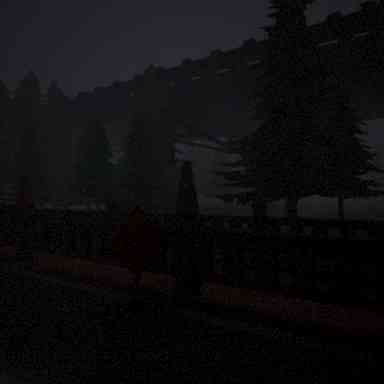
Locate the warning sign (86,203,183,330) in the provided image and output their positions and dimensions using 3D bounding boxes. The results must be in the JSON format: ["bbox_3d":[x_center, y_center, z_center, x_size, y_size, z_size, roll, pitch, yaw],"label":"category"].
[{"bbox_3d":[-0.975,1.152,5.850,1.060,1.860,1.300,-1,0,35],"label":"warning sign"}]
